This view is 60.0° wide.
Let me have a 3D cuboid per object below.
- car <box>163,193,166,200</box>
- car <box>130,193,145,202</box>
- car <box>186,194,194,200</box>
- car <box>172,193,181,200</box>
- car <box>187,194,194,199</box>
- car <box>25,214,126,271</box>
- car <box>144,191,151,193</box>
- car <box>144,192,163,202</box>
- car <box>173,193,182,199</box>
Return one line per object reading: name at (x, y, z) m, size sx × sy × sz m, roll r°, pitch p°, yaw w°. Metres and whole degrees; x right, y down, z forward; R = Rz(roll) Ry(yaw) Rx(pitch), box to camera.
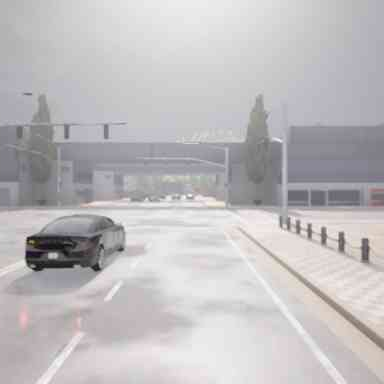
car at (-7.463, 1.095, 82.593) m, size 1.882 × 1.535 × 5.008 m, roll 0°, pitch 0°, yaw 0°
car at (-11.075, 1.355, 66.071) m, size 1.895 × 1.301 × 4.718 m, roll 0°, pitch 0°, yaw 1°
car at (-0.463, 1.249, 82.444) m, size 1.994 × 1.385 × 4.181 m, roll 0°, pitch 0°, yaw 0°
car at (-3.972, 1.240, 81.138) m, size 2.033 × 1.411 × 5.357 m, roll 0°, pitch 0°, yaw 0°
car at (-0.409, 1.129, 90.730) m, size 1.994 × 1.385 × 4.181 m, roll 0°, pitch 0°, yaw 0°
car at (-3.450, 1.438, 10.785) m, size 1.882 × 1.535 × 5.008 m, roll 0°, pitch 0°, yaw 0°
car at (-10.963, 0.848, 82.502) m, size 2.150 × 2.045 × 5.566 m, roll 0°, pitch 0°, yaw 0°
car at (-7.582, 1.257, 66.167) m, size 2.128 × 1.511 × 4.902 m, roll 0°, pitch 0°, yaw 1°
car at (-3.909, 1.110, 90.825) m, size 2.128 × 1.511 × 4.902 m, roll 0°, pitch 0°, yaw 0°
